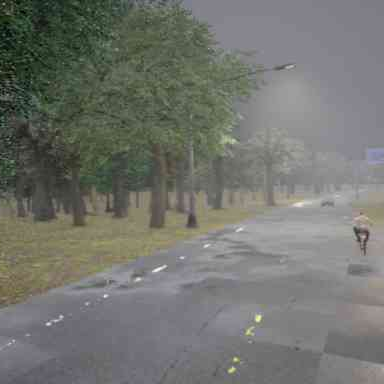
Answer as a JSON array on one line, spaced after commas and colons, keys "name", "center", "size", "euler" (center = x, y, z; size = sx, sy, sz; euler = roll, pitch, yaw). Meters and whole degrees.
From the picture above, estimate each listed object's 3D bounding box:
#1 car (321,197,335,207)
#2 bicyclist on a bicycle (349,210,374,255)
[{"name": "car", "center": [22.229, 1.709, 54.544], "size": [1.895, 1.301, 4.718], "euler": [-1, 0, 23]}, {"name": "bicyclist on a bicycle", "center": [6.372, 1.463, 12.476], "size": [0.866, 1.612, 1.509], "euler": [-1, -1, 20]}]
